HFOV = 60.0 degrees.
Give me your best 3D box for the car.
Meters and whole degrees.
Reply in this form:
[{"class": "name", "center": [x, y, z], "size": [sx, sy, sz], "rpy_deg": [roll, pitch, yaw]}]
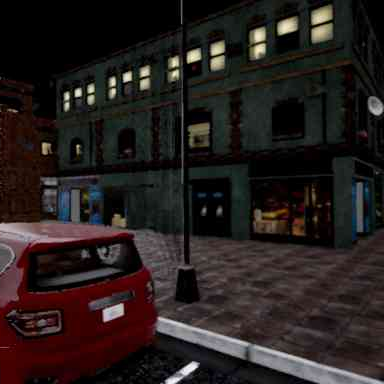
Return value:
[{"class": "car", "center": [-2.750, 1.351, 4.890], "size": [5.009, 1.841, 2.192], "rpy_deg": [0, -1, 36]}]
